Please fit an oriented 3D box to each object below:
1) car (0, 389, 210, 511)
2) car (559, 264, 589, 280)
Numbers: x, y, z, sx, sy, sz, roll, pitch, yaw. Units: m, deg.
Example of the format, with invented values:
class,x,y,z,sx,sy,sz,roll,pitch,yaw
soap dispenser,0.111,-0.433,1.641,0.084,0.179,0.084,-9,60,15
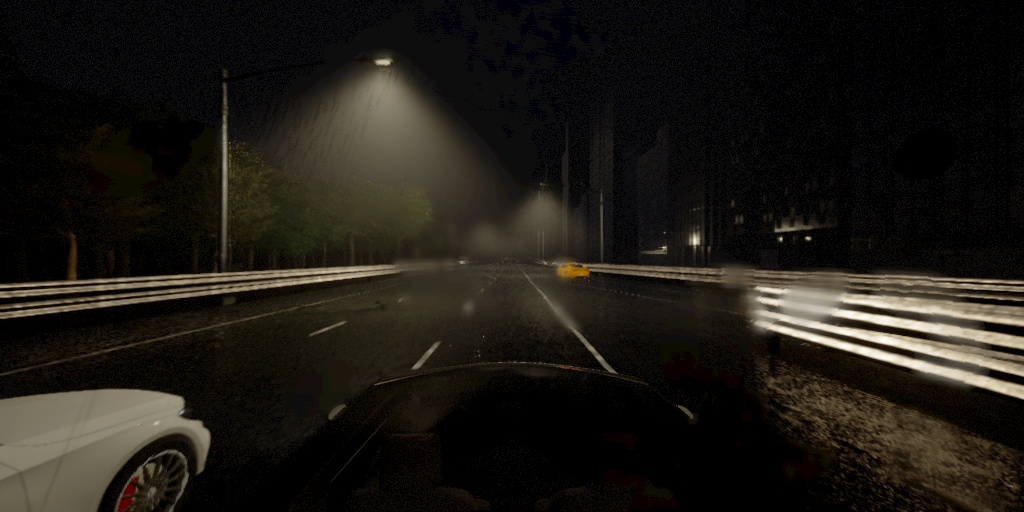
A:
class,x,y,z,sx,sy,sz,roll,pitch,yaw
car,-3.400,1.270,0.974,1.812,1.442,4.674,0,0,0
car,6.021,1.520,35.335,1.882,1.535,5.008,0,0,-8
